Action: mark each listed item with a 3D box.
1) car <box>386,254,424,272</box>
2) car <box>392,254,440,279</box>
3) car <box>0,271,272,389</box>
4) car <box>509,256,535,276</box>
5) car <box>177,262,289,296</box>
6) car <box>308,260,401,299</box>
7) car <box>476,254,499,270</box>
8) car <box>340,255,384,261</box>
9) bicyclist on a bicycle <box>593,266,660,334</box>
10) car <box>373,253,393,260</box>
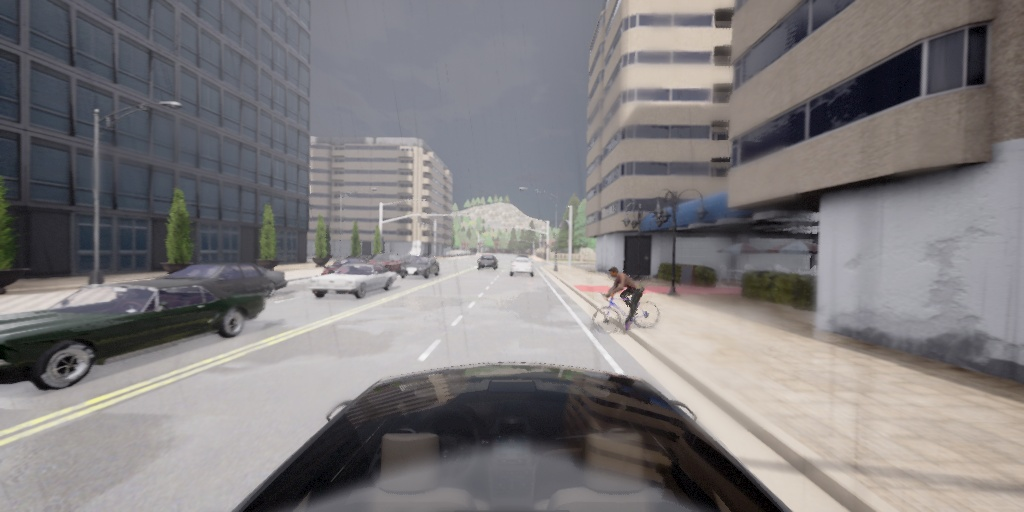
[{"bbox_3d":[-9.737,0.597,32.996,1.837,1.490,4.892,1,1,2],"label":"car"},{"bbox_3d":[-6.469,0.756,25.703,2.128,1.511,4.902,1,1,2],"label":"car"},{"bbox_3d":[-7.004,1.149,6.536,1.895,1.301,4.718,1,1,2],"label":"car"},{"bbox_3d":[0.831,0.859,29.935,1.812,1.442,4.674,1,1,2],"label":"car"},{"bbox_3d":[-10.339,0.940,12.651,2.033,1.411,5.357,1,1,2],"label":"car"},{"bbox_3d":[-6.754,1.012,15.745,1.895,1.301,4.718,1,1,2],"label":"car"},{"bbox_3d":[-2.476,0.641,37.975,2.128,1.511,4.902,1,1,2],"label":"car"},{"bbox_3d":[-10.052,0.811,22.548,1.994,1.385,4.181,1,1,3],"label":"car"},{"bbox_3d":[2.713,1.050,8.715,1.656,1.620,0.582,-8,1,2],"label":"bicyclist on a bicycle"},{"bbox_3d":[-9.846,0.599,27.086,2.097,1.767,4.553,1,1,2],"label":"car"}]
